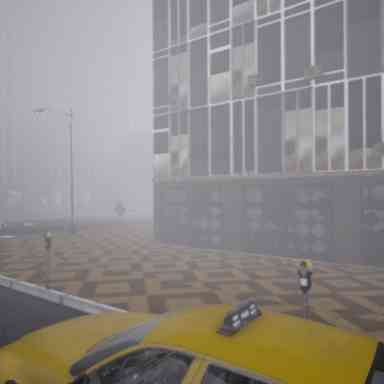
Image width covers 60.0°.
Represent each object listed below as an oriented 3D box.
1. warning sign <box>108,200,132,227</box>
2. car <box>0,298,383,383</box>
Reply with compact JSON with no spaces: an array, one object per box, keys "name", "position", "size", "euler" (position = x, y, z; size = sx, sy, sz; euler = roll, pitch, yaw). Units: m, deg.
[{"name":"warning sign","position":[-5.293,1.583,24.523],"size":[1.300,1.860,1.060],"euler":[1,0,33]},{"name":"car","position":[0.147,1.534,2.616],"size":[4.829,1.417,1.752],"euler":[0,0,35]}]
